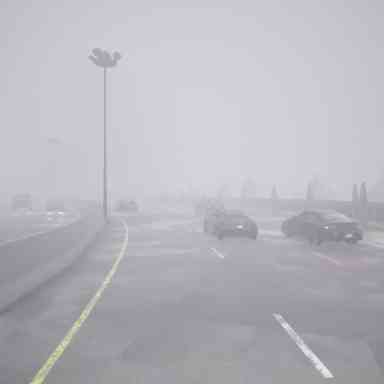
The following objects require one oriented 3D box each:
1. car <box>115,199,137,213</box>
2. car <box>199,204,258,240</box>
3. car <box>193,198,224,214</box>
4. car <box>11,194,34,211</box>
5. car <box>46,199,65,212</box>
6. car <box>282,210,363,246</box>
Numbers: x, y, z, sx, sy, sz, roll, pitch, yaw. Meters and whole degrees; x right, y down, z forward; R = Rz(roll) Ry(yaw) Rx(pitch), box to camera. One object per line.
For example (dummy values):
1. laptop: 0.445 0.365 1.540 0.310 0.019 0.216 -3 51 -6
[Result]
1. car: -7.379 1.490 37.043 2.128 1.511 4.902 0 0 -21
2. car: 1.866 1.563 17.239 1.994 1.385 4.181 0 0 -9
3. car: 1.686 1.352 32.444 2.097 1.767 4.553 0 0 -18
4. car: -20.837 1.221 40.891 2.150 2.045 5.566 0 0 -28
5. car: -15.849 1.563 38.519 1.994 1.385 4.181 0 0 -25
6. car: 5.761 1.525 15.189 1.812 1.442 4.674 0 0 -8
